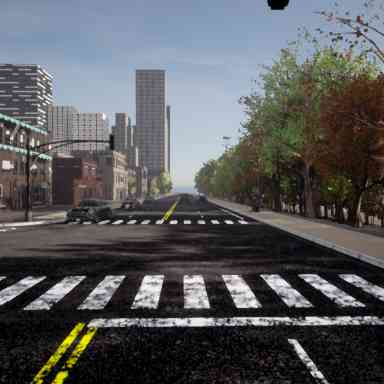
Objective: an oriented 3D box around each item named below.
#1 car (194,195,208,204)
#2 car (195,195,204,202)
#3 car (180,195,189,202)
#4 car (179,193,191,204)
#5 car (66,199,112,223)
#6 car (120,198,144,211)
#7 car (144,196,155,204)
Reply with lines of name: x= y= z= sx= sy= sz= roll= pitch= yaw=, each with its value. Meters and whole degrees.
car: x=1.891 y=1.454 z=62.864 sx=1.882 sy=1.535 sz=5.008 roll=0 pitch=0 yaw=-1
car: x=1.555 y=1.471 z=72.970 sx=1.837 sy=1.490 sz=4.892 roll=0 pitch=0 yaw=-1
car: x=-1.703 y=1.447 z=74.225 sx=1.882 sy=1.535 sz=5.008 roll=0 pitch=0 yaw=-1
car: x=-1.376 y=1.197 z=63.643 sx=2.150 sy=2.045 sz=5.566 roll=0 pitch=0 yaw=-1
car: x=-7.648 y=1.345 z=25.061 sx=2.097 sy=1.767 sz=4.553 roll=0 pitch=0 yaw=4
car: x=-7.550 y=1.478 z=40.996 sx=2.128 sy=1.511 sz=4.902 roll=0 pitch=0 yaw=-1
car: x=-7.996 y=1.524 z=62.727 sx=2.033 sy=1.411 sz=5.357 roll=0 pitch=0 yaw=-1
